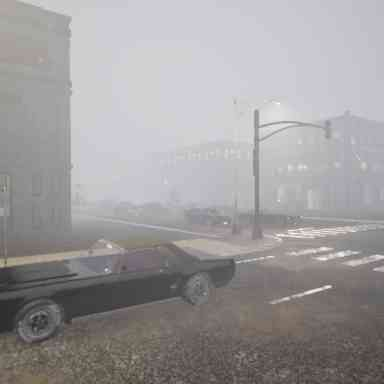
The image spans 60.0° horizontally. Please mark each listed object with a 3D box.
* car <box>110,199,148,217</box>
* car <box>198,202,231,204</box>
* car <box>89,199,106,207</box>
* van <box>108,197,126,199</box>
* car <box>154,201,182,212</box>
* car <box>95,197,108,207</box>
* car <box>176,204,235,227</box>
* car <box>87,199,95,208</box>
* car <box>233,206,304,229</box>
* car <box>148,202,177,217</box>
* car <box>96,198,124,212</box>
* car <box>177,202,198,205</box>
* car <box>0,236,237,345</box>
[{"bbox_3d":[-6.933,1.846,36.214,1.967,1.590,4.097,-1,0,-36],"label":"car"},{"bbox_3d":[3.105,1.809,36.580,2.008,1.369,4.403,-2,0,-36],"label":"car"},{"bbox_3d":[-19.408,2.227,68.114,1.887,1.381,4.507,-1,0,-36],"label":"car"},{"bbox_3d":[-12.981,1.906,59.104,1.690,1.788,3.998,-1,0,-36],"label":"van"},{"bbox_3d":[-3.326,1.965,45.590,1.802,1.307,4.206,-2,0,-36],"label":"car"},{"bbox_3d":[-16.198,1.939,63.609,2.192,1.841,5.009,-1,0,-36],"label":"car"},{"bbox_3d":[1.035,1.814,24.850,1.947,1.339,4.313,-2,0,-36],"label":"car"},{"bbox_3d":[-19.223,2.159,63.414,2.128,1.511,4.902,-1,0,-36],"label":"car"},{"bbox_3d":[5.442,1.778,23.495,1.895,1.301,4.718,-1,0,-37],"label":"car"},{"bbox_3d":[-4.111,1.843,36.739,1.882,1.535,5.008,-1,0,-36],"label":"car"},{"bbox_3d":[-11.659,2.037,47.365,1.812,1.442,4.674,-1,0,-36],"label":"car"},{"bbox_3d":[-0.110,1.903,41.086,1.802,1.307,4.206,-2,0,-36],"label":"car"},{"bbox_3d":[-1.474,1.600,6.497,4.718,1.301,1.895,0,0,-34],"label":"car"}]
